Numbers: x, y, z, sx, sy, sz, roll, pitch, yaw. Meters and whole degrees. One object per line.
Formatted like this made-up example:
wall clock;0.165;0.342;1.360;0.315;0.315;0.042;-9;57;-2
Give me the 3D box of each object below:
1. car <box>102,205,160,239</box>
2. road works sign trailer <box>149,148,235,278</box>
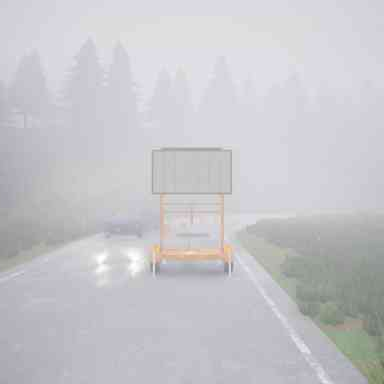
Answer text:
car;-3.060;1.478;17.604;1.882;1.535;5.008;-1;0;8
road works sign trailer;-0.005;0.464;10.087;2.380;3.560;2.880;0;0;0
